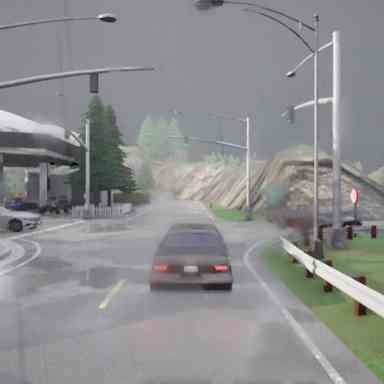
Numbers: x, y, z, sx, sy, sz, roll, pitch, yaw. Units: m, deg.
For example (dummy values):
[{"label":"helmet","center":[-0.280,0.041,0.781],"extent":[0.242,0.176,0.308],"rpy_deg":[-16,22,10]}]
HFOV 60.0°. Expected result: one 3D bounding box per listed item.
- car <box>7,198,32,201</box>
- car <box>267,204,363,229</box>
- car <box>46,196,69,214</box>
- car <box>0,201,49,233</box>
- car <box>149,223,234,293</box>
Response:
[{"label":"car","center":[-20.291,1.492,39.678],"extent":[2.242,1.667,4.611],"rpy_deg":[0,0,-1]},{"label":"car","center":[6.258,1.364,17.668],"extent":[2.033,1.411,5.357],"rpy_deg":[0,0,-26]},{"label":"car","center":[-14.578,1.323,35.409],"extent":[1.905,1.878,3.866],"rpy_deg":[0,0,-1]},{"label":"car","center":[-10.381,1.340,17.494],"extent":[4.674,1.442,1.812],"rpy_deg":[0,0,0]},{"label":"car","center":[0.033,1.550,8.996],"extent":[2.033,1.411,5.357],"rpy_deg":[0,0,1]}]
